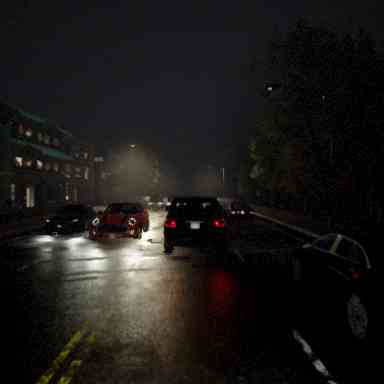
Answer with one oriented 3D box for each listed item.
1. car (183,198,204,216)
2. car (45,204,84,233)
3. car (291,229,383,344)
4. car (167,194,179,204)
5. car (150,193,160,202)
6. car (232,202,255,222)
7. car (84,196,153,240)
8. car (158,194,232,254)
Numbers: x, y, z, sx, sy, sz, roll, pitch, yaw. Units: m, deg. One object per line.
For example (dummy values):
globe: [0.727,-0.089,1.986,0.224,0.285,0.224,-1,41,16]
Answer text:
car: [0.103,1.327,31.050,1.837,1.490,4.892,0,0,0]
car: [-6.598,1.418,18.862,1.812,1.442,4.674,0,0,0]
car: [3.351,1.455,6.330,2.128,1.511,4.902,0,0,0]
car: [-3.286,1.144,58.203,1.882,1.535,5.008,0,0,1]
car: [-6.533,1.004,60.721,2.097,1.767,4.553,0,0,1]
car: [3.352,1.407,24.569,2.033,1.411,5.357,0,0,0]
car: [-3.348,1.259,16.195,2.097,1.767,4.553,0,0,0]
car: [0.102,1.146,13.170,2.150,2.045,5.566,0,0,0]
